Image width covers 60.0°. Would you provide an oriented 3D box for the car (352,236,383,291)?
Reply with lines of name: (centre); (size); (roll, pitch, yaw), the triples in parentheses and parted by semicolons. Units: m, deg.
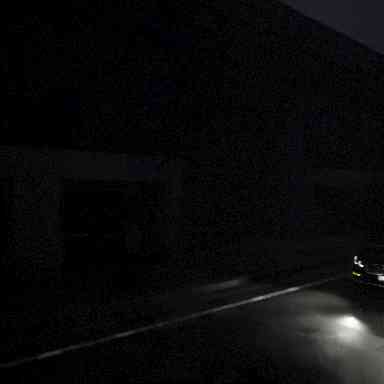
car: (5.837, 1.505, 8.130); (4.892, 1.490, 1.837); (0, 0, -36)
